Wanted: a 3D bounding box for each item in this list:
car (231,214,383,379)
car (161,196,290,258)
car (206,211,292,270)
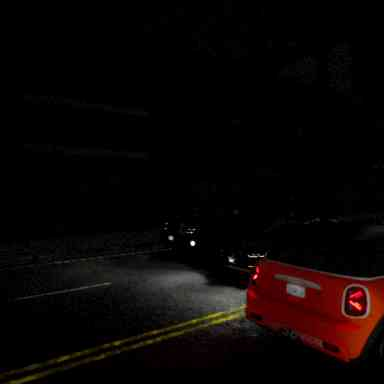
[{"bbox_3d":[3.117,1.321,5.673,4.553,1.767,2.097,0,0,-35],"label":"car"},{"bbox_3d":[1.546,1.176,12.772,5.566,2.045,2.150,0,0,-35],"label":"car"},{"bbox_3d":[2.971,1.462,9.797,4.892,1.490,1.837,0,0,-35],"label":"car"}]
